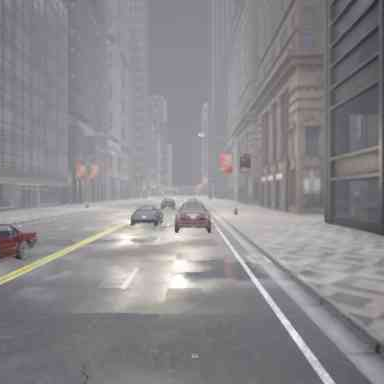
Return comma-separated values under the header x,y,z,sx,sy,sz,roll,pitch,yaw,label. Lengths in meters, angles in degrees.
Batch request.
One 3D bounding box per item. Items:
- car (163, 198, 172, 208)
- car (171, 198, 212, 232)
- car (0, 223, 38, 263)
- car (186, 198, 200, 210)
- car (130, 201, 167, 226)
x,y,z,sx,sy,sz,roll,pitch,yaw,label
-3.162,1.618,45.579,1.837,1.490,4.892,0,0,0,car
0.064,1.400,20.392,2.097,1.767,4.553,0,0,0,car
-6.537,1.626,9.843,1.895,1.301,4.718,0,0,0,car
0.088,1.618,45.633,1.837,1.490,4.892,0,0,0,car
-3.171,1.622,24.060,1.994,1.385,4.181,0,0,0,car
